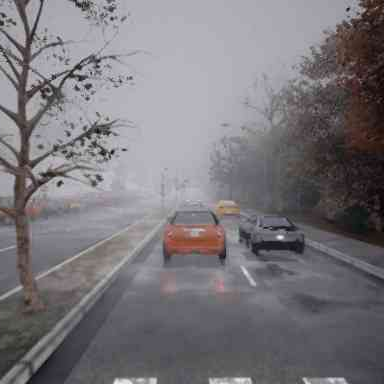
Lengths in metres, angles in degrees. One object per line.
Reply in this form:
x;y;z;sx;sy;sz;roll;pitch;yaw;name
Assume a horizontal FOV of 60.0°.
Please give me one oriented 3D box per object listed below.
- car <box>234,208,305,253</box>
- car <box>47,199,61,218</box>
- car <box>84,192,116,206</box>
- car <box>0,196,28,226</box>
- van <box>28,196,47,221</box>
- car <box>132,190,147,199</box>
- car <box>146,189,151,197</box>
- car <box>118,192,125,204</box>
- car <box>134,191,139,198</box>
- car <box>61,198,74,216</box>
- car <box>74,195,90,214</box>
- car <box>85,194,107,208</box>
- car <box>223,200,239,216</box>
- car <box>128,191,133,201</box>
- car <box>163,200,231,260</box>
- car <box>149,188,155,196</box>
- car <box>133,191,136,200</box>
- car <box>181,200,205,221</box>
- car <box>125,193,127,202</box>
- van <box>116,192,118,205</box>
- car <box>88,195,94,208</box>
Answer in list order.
3.094;1.564;13.663;1.994;1.385;4.181;0;0;0;car
-13.868;1.530;28.266;4.674;1.452;2.002;-1;0;-20;car
-13.891;1.096;46.160;5.566;2.045;2.435;-1;1;-20;car
-13.849;1.376;22.306;4.553;1.767;2.185;-1;0;-20;car
-13.770;1.273;25.333;4.442;1.987;1.878;-1;0;-20;van
-13.814;0.944;79.097;4.792;1.488;2.163;-1;1;-20;car
-14.008;0.833;85.020;5.366;1.575;1.946;-1;1;-20;car
-13.836;1.018;52.155;5.566;2.045;2.435;-1;1;-20;car
-13.822;1.102;67.092;4.792;1.488;2.163;-1;1;-20;car
-13.897;1.511;31.239;4.792;1.488;2.163;-1;0;-20;car
-13.697;1.455;34.307;5.366;1.575;1.946;-1;0;-20;car
-13.860;1.421;43.192;4.674;1.452;2.002;-1;1;-20;car
3.097;1.468;30.155;1.882;1.535;5.008;0;0;0;car
-13.824;1.025;61.100;4.553;1.767;2.185;-1;1;-20;car
0.092;1.351;12.617;2.097;1.767;4.553;0;0;0;car
-13.810;0.489;91.107;5.566;2.045;2.435;-1;1;-20;car
-13.845;1.152;64.074;4.674;1.452;2.002;-1;1;-20;car
0.095;1.501;28.602;1.837;1.490;4.892;0;0;0;car
-13.850;1.231;55.127;4.892;1.521;2.231;-1;1;-20;car
-13.754;1.081;49.203;4.442;1.987;1.878;-1;1;-20;van
-13.840;1.469;37.235;4.792;1.488;2.163;-1;0;-20;car
